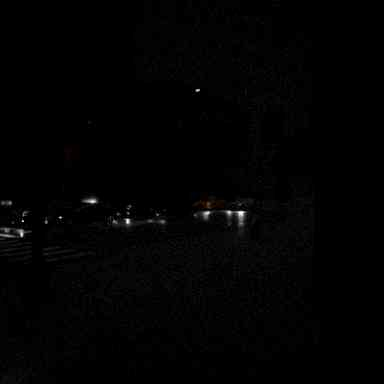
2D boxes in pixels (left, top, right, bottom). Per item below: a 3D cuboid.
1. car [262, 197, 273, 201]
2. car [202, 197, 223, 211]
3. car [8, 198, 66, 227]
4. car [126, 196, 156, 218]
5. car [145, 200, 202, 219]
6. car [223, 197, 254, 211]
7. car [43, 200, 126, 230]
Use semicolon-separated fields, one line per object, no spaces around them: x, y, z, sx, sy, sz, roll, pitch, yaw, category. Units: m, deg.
11.064;0.967;51.619;1.994;1.385;4.181;0;0;35;car
2.237;1.343;39.308;1.882;1.535;5.008;0;0;35;car
-9.763;1.305;22.371;2.097;1.767;4.553;0;0;35;car
-4.732;1.268;29.478;2.097;1.767;4.553;0;0;35;car
-1.494;1.506;28.429;1.895;1.301;4.718;0;0;35;car
5.926;1.376;38.894;1.812;1.442;4.674;0;0;36;car
-6.850;1.436;20.864;2.128;1.511;4.902;0;0;35;car
